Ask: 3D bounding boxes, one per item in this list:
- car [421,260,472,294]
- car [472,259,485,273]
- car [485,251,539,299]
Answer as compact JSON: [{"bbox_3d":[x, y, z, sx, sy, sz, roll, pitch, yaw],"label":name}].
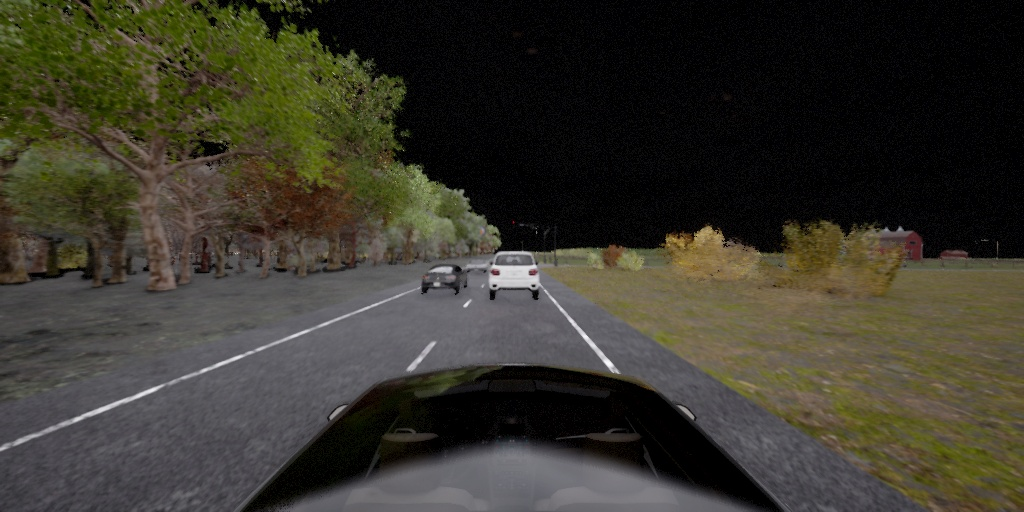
[{"bbox_3d":[-3.411,1.104,18.628,1.812,1.442,4.674,0,0,0],"label":"car"},{"bbox_3d":[-3.413,0.996,36.386,1.895,1.301,4.718,0,1,0],"label":"car"},{"bbox_3d":[0.091,0.812,17.158,2.150,2.045,5.566,0,0,0],"label":"car"}]
